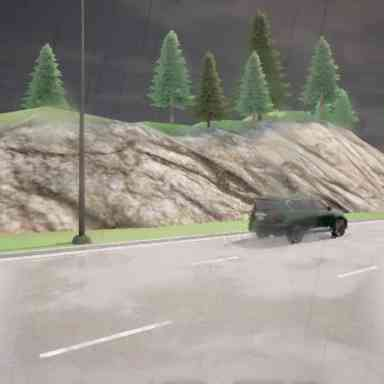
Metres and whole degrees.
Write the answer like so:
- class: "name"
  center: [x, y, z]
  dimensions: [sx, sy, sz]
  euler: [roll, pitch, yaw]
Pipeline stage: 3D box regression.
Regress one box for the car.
- class: "car"
  center: [5.165, 1.223, 16.048]
  dimensions: [5.566, 2.045, 2.150]
  euler: [0, 0, -36]
